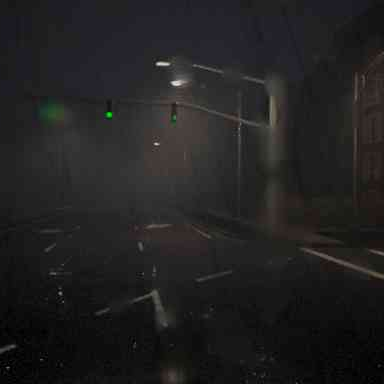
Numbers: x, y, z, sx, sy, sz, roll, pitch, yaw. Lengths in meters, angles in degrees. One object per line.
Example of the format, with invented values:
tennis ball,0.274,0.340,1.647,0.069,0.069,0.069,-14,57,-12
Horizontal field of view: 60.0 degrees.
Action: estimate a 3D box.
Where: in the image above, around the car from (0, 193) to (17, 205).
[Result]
car,-28.936,1.014,51.562,2.097,1.767,4.553,1,0,-9
